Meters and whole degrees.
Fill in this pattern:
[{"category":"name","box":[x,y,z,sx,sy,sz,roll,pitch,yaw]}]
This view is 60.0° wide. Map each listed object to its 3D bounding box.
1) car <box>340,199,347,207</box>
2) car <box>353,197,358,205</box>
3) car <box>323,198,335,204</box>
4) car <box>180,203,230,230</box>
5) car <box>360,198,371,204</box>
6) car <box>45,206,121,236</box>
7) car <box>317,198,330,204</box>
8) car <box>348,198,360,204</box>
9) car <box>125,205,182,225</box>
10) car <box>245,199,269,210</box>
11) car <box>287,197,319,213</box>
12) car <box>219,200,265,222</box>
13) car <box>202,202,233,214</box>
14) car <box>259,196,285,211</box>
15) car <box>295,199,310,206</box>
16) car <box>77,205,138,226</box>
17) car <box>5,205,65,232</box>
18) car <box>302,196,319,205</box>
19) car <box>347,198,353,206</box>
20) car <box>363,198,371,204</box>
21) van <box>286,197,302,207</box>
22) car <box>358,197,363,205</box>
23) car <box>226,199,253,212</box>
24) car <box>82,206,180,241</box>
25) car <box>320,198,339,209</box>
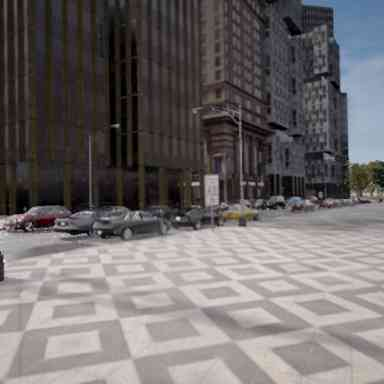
[{"category":"car","box":[23.146,1.854,53.846,2.008,1.369,4.403,-2,-2,35]},{"category":"car","box":[29.656,1.973,63.127,1.802,1.307,4.206,-2,-2,35]},{"category":"car","box":[35.714,2.331,86.610,2.008,1.369,4.403,-2,-2,35]},{"category":"car","box":[0.364,1.630,21.355,1.947,1.339,4.313,-2,-1,35]},{"category":"car","box":[42.676,2.175,81.692,1.947,1.339,4.313,-2,-2,35]},{"category":"car","box":[-4.967,1.647,18.563,2.033,1.411,5.357,-1,-1,35]},{"category":"car","box":[32.459,2.287,81.969,1.947,1.339,4.313,-2,-2,35]},{"category":"car","box":[40.889,2.195,83.943,1.812,1.442,4.674,-1,-1,35]},{"category":"car","box":[-3.007,1.791,26.751,1.895,1.301,4.718,-1,-1,35]},{"category":"car","box":[9.672,1.831,49.482,1.967,1.590,4.097,-2,-1,35]},{"category":"car","box":[13.379,1.622,39.922,1.967,1.590,4.097,-2,-1,35]},{"category":"car","box":[3.714,1.614,26.135,1.752,1.417,4.829,-2,-1,35]},{"category":"car","box":[3.166,1.899,40.196,1.802,1.307,4.206,-2,-1,35]},{"category":"car","box":[11.387,1.556,47.132,2.150,2.045,5.566,-1,-2,35]},{"category":"car","box":[22.695,2.144,68.044,1.802,1.307,4.206,-2,-2,35]},{"category":"car","box":[-6.598,1.785,26.272,2.008,1.369,4.403,-2,-1,35]},{"category":"car","box":[-9.855,1.654,21.631,1.967,1.590,4.097,-2,-1,35]},{"category":"car","box":[25.945,1.926,72.691,2.192,1.841,5.009,-2,-2,35]},{"category":"car","box":[26.401,1.897,58.487,2.008,1.369,4.403,-2,-2,35]},{"category":"car","box":[39.420,2.095,77.052,1.887,1.381,4.507,-2,-2,35]},{"category":"van","box":[19.436,1.858,63.409,1.690,1.788,3.998,-2,-2,35]},{"category":"car","box":[32.910,1.991,67.769,2.008,1.369,4.403,-2,-2,35]},{"category":"car","box":[6.417,1.793,44.839,1.967,1.590,4.097,-2,-1,35]},{"category":"car","box":[-2.892,1.594,16.712,2.008,1.369,4.403,-2,-1,35]},{"category":"car","box":[19.892,1.844,49.203,1.802,1.307,4.206,-2,-2,35]}]
